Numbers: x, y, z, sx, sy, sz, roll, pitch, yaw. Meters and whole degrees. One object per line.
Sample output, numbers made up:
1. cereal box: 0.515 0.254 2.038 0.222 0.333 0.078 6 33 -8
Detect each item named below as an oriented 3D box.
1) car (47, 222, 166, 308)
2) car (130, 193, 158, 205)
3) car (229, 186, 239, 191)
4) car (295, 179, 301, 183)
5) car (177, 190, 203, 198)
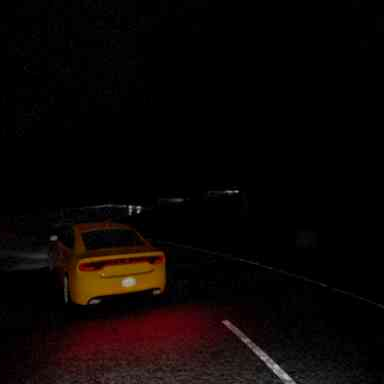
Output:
1. car: -2.307 1.474 8.168 1.882 1.535 5.008 0 0 -28
2. car: -6.702 0.937 46.983 1.812 1.442 4.674 0 3 32
3. car: 9.588 -1.159 68.455 1.837 1.490 4.892 0 4 41
4. car: 24.584 -2.709 80.205 1.837 1.490 4.892 0 5 39
5. car: -0.351 -0.164 56.407 2.150 2.045 5.566 0 5 37
